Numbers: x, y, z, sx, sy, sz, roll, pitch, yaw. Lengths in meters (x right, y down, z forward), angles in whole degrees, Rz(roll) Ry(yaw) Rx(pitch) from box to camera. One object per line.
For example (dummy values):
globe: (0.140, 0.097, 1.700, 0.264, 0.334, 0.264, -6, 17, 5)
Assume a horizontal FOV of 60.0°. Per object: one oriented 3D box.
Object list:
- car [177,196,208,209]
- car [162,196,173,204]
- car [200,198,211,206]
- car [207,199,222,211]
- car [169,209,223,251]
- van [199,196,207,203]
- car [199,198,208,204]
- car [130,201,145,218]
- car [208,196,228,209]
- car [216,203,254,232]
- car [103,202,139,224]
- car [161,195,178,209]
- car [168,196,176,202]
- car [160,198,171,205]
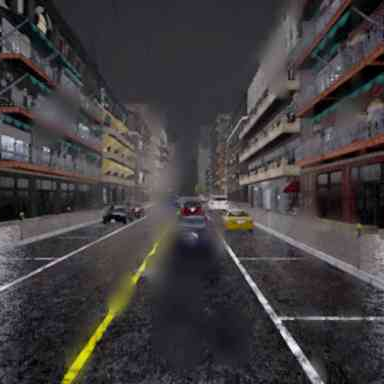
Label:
car: (0.068, 1.516, 29.250, 2.097, 1.767, 4.553, 0, 0, 0)
car: (-5.686, 1.808, 77.109, 2.192, 1.841, 5.009, 0, 0, 0)
car: (2.693, 1.961, 65.777, 2.008, 1.369, 4.403, 0, 0, 0)
car: (3.147, 1.806, 47.167, 1.812, 1.442, 4.674, 0, 0, 0)
car: (0.072, 1.642, 14.513, 1.994, 1.385, 4.181, 0, 0, 0)
van: (2.693, 1.878, 82.771, 1.690, 1.788, 3.998, 0, 0, 0)
car: (2.692, 2.044, 77.107, 2.008, 1.369, 4.403, 0, 0, 0)
car: (-5.684, 1.620, 31.790, 1.967, 1.590, 4.097, 0, 0, 0)
car: (3.105, 1.462, 40.199, 2.150, 2.045, 5.566, 0, 0, 0)
car: (2.695, 1.640, 20.633, 1.752, 1.417, 4.829, 0, 0, 0)
car: (-5.685, 1.712, 26.128, 1.947, 1.339, 4.313, 0, 0, 0)
car: (-3.082, 1.534, 51.899, 2.150, 2.045, 5.566, 0, 0, 0)
car: (-5.688, 2.067, 94.100, 1.967, 1.590, 4.097, 0, 0, 0)
car: (-5.687, 1.995, 71.443, 1.887, 1.381, 4.507, 0, 0, 0)
